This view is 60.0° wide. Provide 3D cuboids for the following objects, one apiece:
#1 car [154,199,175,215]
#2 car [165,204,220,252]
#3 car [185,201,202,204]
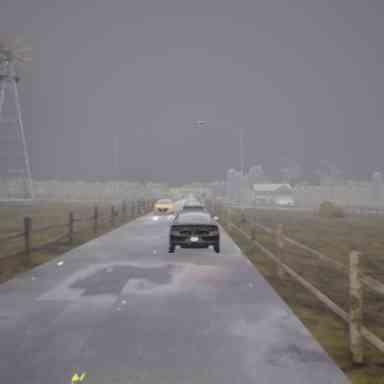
[{"bbox_3d":[-2.840,1.523,34.892,1.882,1.535,5.008,0,0,0],"label":"car"},{"bbox_3d":[0.092,1.466,13.931,1.882,1.535,5.008,0,0,0],"label":"car"},{"bbox_3d":[0.101,1.496,29.428,1.882,1.535,5.008,0,0,0],"label":"car"}]
